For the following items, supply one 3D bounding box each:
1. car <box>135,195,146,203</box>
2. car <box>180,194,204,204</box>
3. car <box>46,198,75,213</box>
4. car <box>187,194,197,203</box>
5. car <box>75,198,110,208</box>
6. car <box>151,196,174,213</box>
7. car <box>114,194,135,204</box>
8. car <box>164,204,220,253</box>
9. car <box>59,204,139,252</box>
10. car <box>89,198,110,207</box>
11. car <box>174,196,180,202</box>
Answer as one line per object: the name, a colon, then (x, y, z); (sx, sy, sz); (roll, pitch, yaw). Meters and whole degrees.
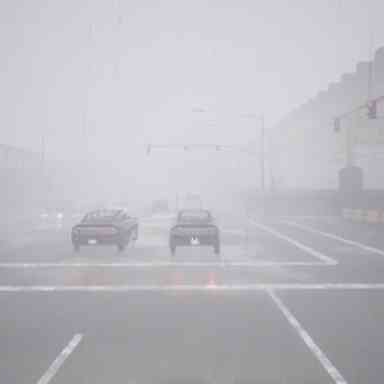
car: (-10.512, 1.434, 67.435); (1.837, 1.490, 4.892); (0, 0, 0)
car: (0.094, 1.186, 36.227); (2.150, 2.045, 5.566); (0, 0, 0)
car: (-14.096, 1.467, 36.053); (1.837, 1.490, 4.892); (0, 1, 0)
car: (-0.012, 1.287, 70.300); (2.097, 1.767, 4.553); (0, 0, 0)
car: (-10.598, 1.492, 35.620); (1.812, 1.442, 4.674); (0, 0, 0)
car: (-3.405, 1.469, 37.105); (1.837, 1.490, 4.892); (0, 0, 0)
car: (-10.575, 1.428, 51.306); (1.882, 1.535, 5.008); (0, 0, 0)
car: (0.097, 1.479, 13.665); (2.128, 1.511, 4.902); (0, 0, 0)
car: (-3.403, 1.480, 13.782); (2.128, 1.511, 4.902); (0, 0, 0)
car: (-14.076, 1.552, 51.055); (1.895, 1.301, 4.718); (0, 0, 0)
car: (-3.512, 1.484, 71.484); (1.994, 1.385, 4.181); (0, 0, 0)
